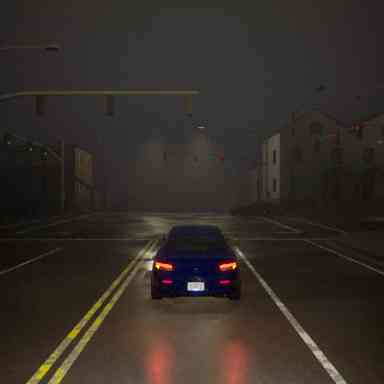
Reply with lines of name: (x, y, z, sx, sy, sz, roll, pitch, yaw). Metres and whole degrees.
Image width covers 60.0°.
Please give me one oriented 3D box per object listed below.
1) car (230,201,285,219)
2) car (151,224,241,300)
car: (5.674, 1.531, 28.769, 4.674, 1.442, 1.812, 0, 0, 15)
car: (0.087, 1.526, 8.263, 1.812, 1.442, 4.674, 0, 0, 0)
